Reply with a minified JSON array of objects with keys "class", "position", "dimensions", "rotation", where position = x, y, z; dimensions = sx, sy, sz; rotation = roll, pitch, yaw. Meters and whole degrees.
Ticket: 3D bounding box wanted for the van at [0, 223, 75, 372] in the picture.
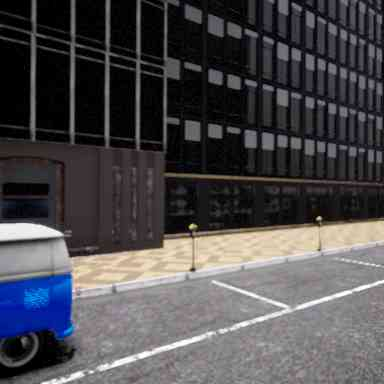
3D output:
[{"class":"van","position":[-3.520,1.336,4.049],"dimensions":[3.998,1.788,1.690],"rotation":[1,0,-35]}]
